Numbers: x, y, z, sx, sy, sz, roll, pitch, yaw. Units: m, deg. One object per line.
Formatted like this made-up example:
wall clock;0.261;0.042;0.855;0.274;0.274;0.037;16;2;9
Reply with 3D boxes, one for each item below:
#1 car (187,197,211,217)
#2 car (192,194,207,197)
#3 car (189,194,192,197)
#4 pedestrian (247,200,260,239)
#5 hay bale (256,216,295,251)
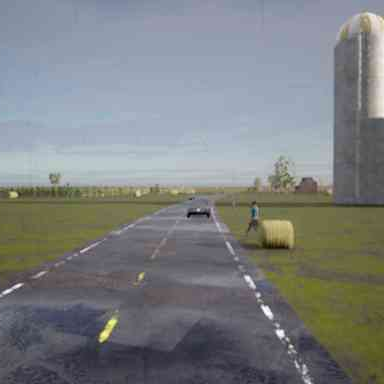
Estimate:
car;0.633;1.410;29.260;1.994;1.385;4.181;0;0;3
car;1.350;1.262;44.839;1.837;1.490;4.892;0;0;4
car;0.222;1.149;69.081;2.033;1.411;5.357;0;0;5
pedestrian;2.693;1.213;14.306;0.375;1.860;0.375;0;1;-2
hay bale;3.241;1.589;13.035;1.220;1.180;1.240;0;1;1
